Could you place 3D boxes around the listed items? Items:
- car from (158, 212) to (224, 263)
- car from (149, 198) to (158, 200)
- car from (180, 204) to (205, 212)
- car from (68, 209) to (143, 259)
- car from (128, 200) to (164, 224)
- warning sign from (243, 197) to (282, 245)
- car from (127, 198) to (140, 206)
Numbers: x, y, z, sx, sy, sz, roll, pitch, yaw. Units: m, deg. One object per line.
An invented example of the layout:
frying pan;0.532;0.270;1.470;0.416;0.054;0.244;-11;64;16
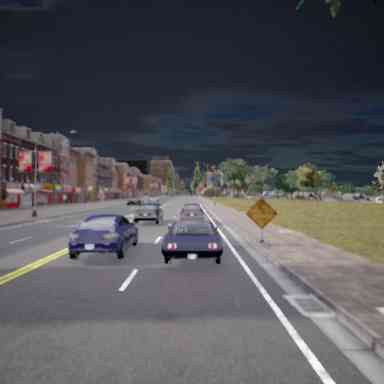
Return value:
car;0.031;1.633;12.065;1.895;1.301;4.718;0;0;1
car;-6.578;1.716;57.104;1.812;1.442;4.674;0;0;0
car;0.011;1.620;25.507;2.033;1.411;5.357;0;0;0
car;-3.207;1.560;12.630;1.812;1.442;4.674;0;-1;-1
car;-3.237;1.620;25.549;2.033;1.411;5.357;0;0;0
warning sign;2.831;1.151;13.498;1.300;1.860;1.060;-1;-1;0
car;-9.817;1.737;57.096;2.033;1.411;5.357;0;0;1
